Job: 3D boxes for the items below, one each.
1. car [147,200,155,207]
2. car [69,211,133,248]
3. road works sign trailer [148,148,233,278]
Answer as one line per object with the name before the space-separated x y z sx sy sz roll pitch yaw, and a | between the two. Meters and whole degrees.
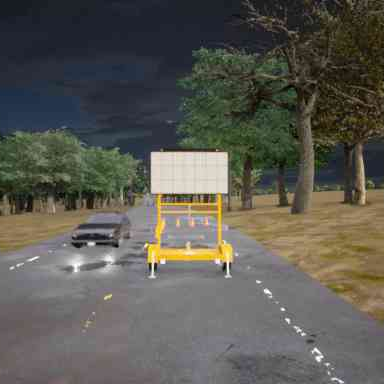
car | -9.387 2.629 75.710 2.128 1.511 4.902 0 -2 -8
car | -3.864 1.599 15.202 2.033 1.411 5.357 0 -1 -2
road works sign trailer | -0.082 0.481 10.183 2.380 3.560 2.880 0 0 -2
